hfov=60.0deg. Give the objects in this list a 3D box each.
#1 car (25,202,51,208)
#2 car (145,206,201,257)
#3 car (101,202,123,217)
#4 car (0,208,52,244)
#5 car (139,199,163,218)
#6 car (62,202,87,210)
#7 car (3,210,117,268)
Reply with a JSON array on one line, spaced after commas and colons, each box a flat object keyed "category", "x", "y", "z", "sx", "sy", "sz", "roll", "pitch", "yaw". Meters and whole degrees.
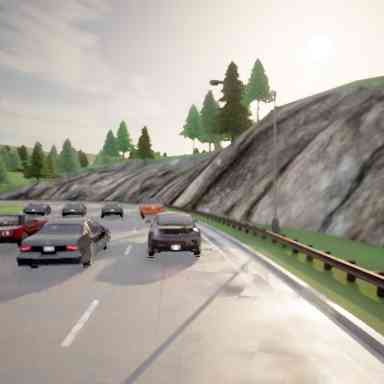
[{"category": "car", "x": -14.919, "y": 1.625, "z": 32.218, "sx": 1.994, "sy": 1.385, "sz": 4.181, "roll": 0, "pitch": 0, "yaw": -14}, {"category": "car", "x": -0.761, "y": 1.517, "z": 13.037, "sx": 1.837, "sy": 1.490, "sz": 4.892, "roll": 0, "pitch": 0, "yaw": -6}, {"category": "car", "x": -7.639, "y": 1.608, "z": 31.916, "sx": 1.994, "sy": 1.385, "sz": 4.181, "roll": 0, "pitch": 0, "yaw": -13}, {"category": "car", "x": -7.993, "y": 1.632, "z": 14.958, "sx": 1.895, "sy": 1.301, "sz": 4.718, "roll": 0, "pitch": 0, "yaw": -7}, {"category": "car", "x": -3.768, "y": 1.386, "z": 30.650, "sx": 2.097, "sy": 1.767, "sz": 4.553, "roll": 0, "pitch": 0, "yaw": -12}, {"category": "car", "x": -11.225, "y": 1.616, "z": 31.852, "sx": 1.994, "sy": 1.385, "sz": 4.181, "roll": 0, "pitch": 0, "yaw": -13}, {"category": "car", "x": -4.057, "y": 1.566, "z": 11.361, "sx": 2.033, "sy": 1.411, "sz": 5.357, "roll": 0, "pitch": 0, "yaw": -6}]
